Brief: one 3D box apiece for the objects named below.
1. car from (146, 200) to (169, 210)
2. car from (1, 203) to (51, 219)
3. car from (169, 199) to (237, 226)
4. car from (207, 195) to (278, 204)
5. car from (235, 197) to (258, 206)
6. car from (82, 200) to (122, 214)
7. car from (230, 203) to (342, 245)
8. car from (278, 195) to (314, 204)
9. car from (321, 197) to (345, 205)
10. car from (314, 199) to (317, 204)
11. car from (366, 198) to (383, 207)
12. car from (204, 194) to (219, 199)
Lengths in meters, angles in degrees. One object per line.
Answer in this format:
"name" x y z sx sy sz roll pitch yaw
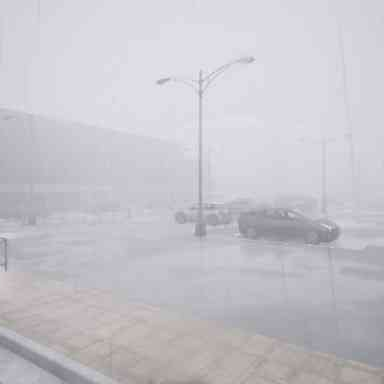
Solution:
"car" -4.523 1.740 46.326 1.994 1.385 4.181 0 0 36
"car" -15.376 1.740 30.987 1.994 1.385 4.181 0 0 35
"car" 0.731 1.424 22.436 3.806 1.475 1.970 0 0 35
"car" 4.167 1.345 27.866 5.027 1.636 2.152 0 0 35
"car" 10.013 1.668 60.538 2.128 1.511 4.902 0 0 35
"car" -10.302 1.681 38.172 1.837 1.490 4.892 0 0 35
"car" 4.378 1.490 15.379 4.514 1.523 2.007 0 0 35
"car" 11.544 1.269 38.320 3.866 1.878 1.905 0 0 35
"car" 23.710 1.565 56.035 3.633 1.501 1.845 0 0 35
"car" 12.883 1.289 40.931 4.605 1.855 1.932 0 0 35
"car" 28.055 1.576 49.322 3.806 1.475 1.970 0 0 35
"car" 3.884 1.398 51.834 2.150 2.045 5.566 0 0 35
